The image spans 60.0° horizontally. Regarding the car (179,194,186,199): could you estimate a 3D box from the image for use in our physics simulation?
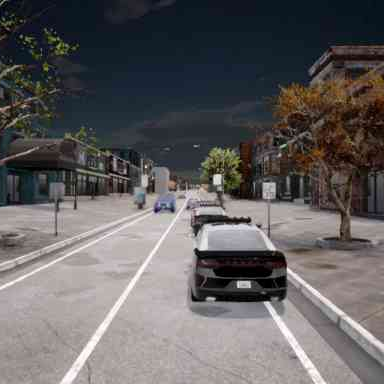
[{"bbox_3d":[-2.673,1.293,92.771,1.837,1.490,4.892,0,0,0],"label":"car"}]

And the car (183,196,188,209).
[{"bbox_3d":[0.175,1.632,45.982,2.033,1.411,5.357,0,0,0],"label":"car"}]

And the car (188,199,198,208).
[{"bbox_3d":[0.985,1.401,24.341,2.097,1.767,4.553,0,0,0],"label":"car"}]

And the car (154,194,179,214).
[{"bbox_3d":[-2.970,1.299,37.233,2.150,2.045,5.566,0,0,0],"label":"car"}]

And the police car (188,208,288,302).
[{"bbox_3d":[0.929,1.441,8.481,1.930,1.638,5.238,0,0,0],"label":"police car"}]

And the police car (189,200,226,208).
[{"bbox_3d":[0.964,1.463,18.481,1.930,1.638,5.238,0,0,0],"label":"police car"}]
